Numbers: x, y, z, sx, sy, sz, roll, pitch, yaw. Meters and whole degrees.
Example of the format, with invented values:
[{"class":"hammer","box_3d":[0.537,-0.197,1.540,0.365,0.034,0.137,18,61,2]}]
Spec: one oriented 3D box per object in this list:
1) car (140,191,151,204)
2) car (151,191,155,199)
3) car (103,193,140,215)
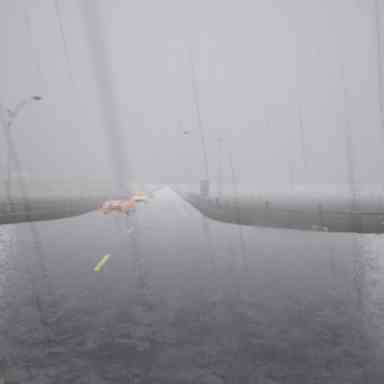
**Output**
[{"class":"car","box_3d":[-7.148,0.850,46.278,1.882,1.535,5.008,0,1,-4]},{"class":"car","box_3d":[-8.426,0.599,65.652,2.128,1.511,4.902,0,1,-4]},{"class":"car","box_3d":[-6.060,0.965,28.176,2.097,1.767,4.553,0,1,-1]}]
